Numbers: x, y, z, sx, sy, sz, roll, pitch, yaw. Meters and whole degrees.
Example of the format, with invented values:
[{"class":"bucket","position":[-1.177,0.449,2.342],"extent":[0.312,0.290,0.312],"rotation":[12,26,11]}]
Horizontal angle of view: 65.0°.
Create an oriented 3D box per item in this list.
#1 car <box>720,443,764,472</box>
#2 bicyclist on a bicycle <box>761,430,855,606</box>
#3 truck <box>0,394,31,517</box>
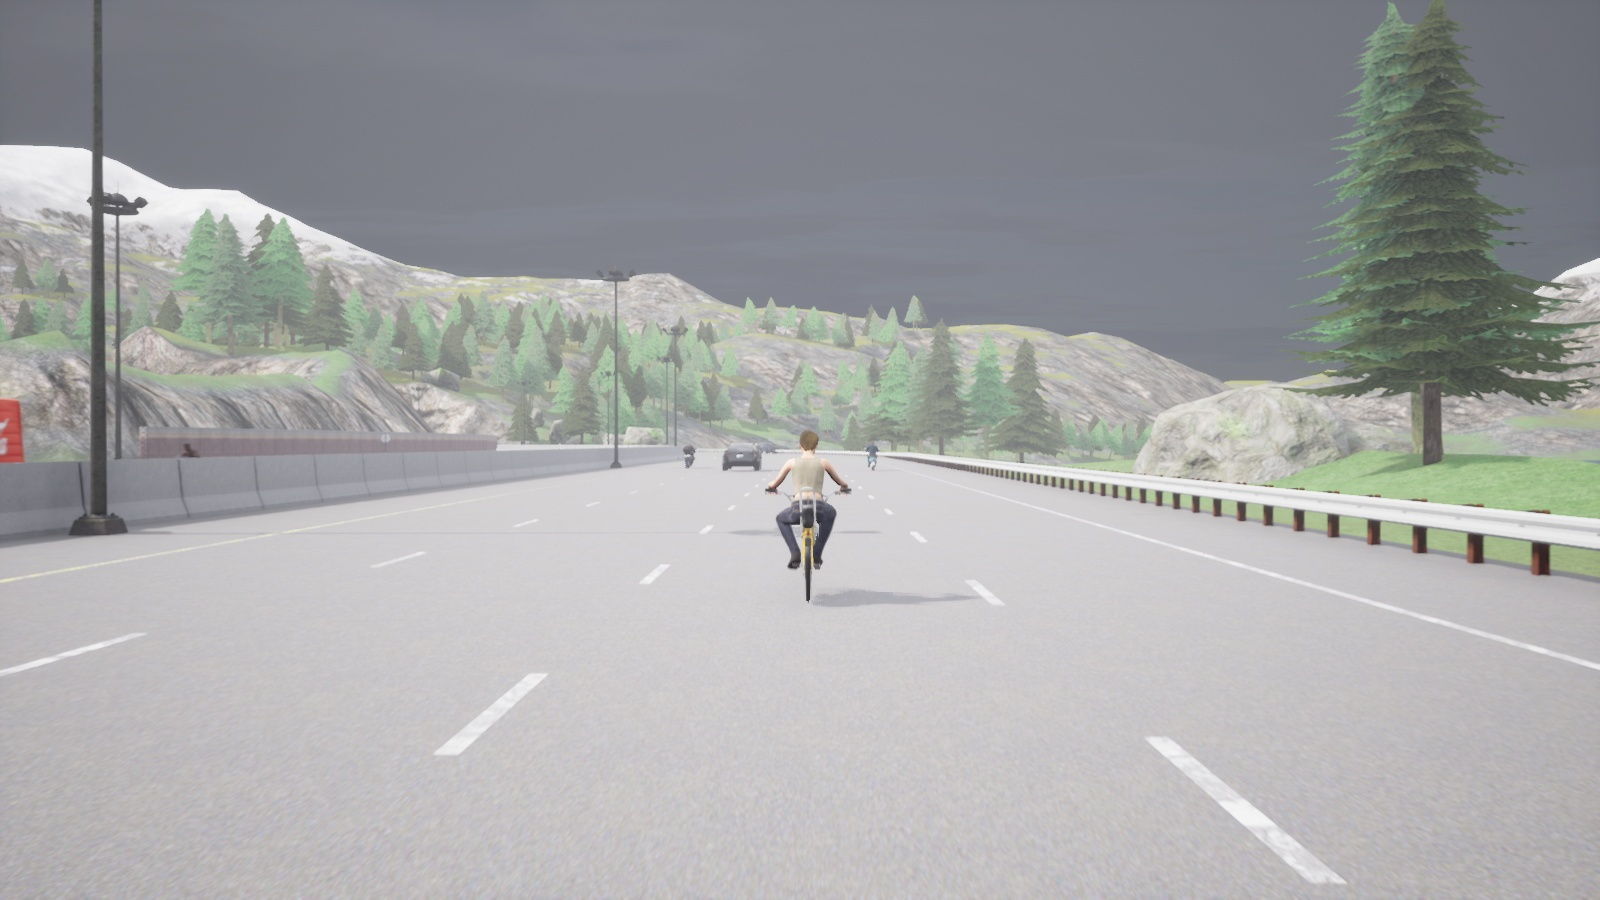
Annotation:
[{"class":"car","position":[-3.103,0.372,68.116],"extent":[2.163,1.488,4.792],"rotation":[0,0,0]},{"class":"bicyclist on a bicycle","position":[0.080,0.616,12.241],"extent":[0.866,1.612,1.509],"rotation":[0,0,1]},{"class":"truck","position":[-17.351,0.119,23.550],"extent":[2.627,2.467,5.204],"rotation":[0,0,1]}]
